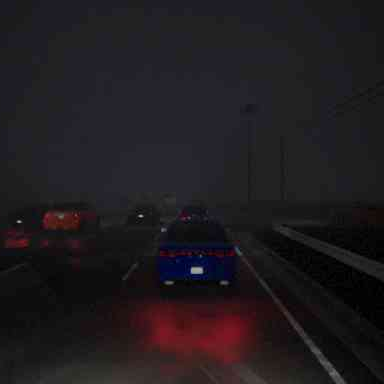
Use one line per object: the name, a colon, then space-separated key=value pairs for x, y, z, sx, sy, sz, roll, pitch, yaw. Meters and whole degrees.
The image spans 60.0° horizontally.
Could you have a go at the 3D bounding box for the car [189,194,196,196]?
car: x=0.046 y=1.614 z=84.867 sx=1.895 sy=1.301 sz=4.718 roll=0 pitch=0 yaw=0

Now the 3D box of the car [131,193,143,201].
car: x=-13.954 y=1.233 z=84.458 sx=2.150 sy=2.045 sz=5.566 roll=0 pitch=0 yaw=0

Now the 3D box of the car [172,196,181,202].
car: x=-3.446 y=1.577 z=74.954 sx=1.994 sy=1.385 sz=4.181 roll=0 pitch=0 yaw=0

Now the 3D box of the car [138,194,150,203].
car: x=-10.433 y=1.377 z=72.531 sx=2.097 sy=1.767 sz=4.553 roll=0 pitch=0 yaw=0

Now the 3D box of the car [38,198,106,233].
car: x=-6.889 y=1.356 z=19.664 sx=2.097 sy=1.767 sz=4.553 roll=0 pitch=0 yaw=0

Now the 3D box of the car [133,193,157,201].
car: x=-6.873 y=1.367 z=49.201 sx=2.097 sy=1.767 sz=4.553 roll=0 pitch=0 yaw=0

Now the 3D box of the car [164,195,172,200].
car: x=-6.949 y=1.582 z=95.224 sx=1.994 sy=1.385 sz=4.181 roll=0 pitch=0 yaw=0

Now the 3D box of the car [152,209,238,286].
car: x=0.104 y=1.481 z=9.415 sx=1.882 sy=1.535 sz=5.008 roll=0 pitch=0 yaw=0

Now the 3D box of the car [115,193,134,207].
car: x=-10.372 y=1.368 z=51.221 sx=2.097 sy=1.767 sz=4.553 roll=0 pitch=0 yaw=0

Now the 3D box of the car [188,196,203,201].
car: x=0.556 y=1.560 z=40.734 sx=2.033 sy=1.411 sz=5.357 roll=0 pitch=0 yaw=-9

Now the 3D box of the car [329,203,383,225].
car: x=11.775 y=1.485 z=22.177 sx=5.008 sy=1.535 sz=1.882 roll=0 pitch=0 yaw=39

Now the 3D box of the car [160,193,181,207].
car: x=-3.372 y=1.236 z=52.645 sx=2.150 sy=2.045 sz=5.566 roll=0 pitch=0 yaw=0

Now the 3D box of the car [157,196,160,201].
car: x=-6.949 y=1.548 z=74.948 sx=1.812 sy=1.442 sz=4.674 roll=0 pitch=0 yaw=0

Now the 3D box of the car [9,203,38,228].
car: x=-10.388 y=1.513 z=22.478 sx=1.837 sy=1.490 sz=4.892 roll=0 pitch=0 yaw=0

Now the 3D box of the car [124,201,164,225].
car: x=-3.388 y=1.571 z=24.064 sx=1.994 sy=1.385 sz=4.181 roll=0 pitch=0 yaw=0

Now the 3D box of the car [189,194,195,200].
car: x=0.051 y=1.362 z=94.840 sx=1.837 sy=1.490 sz=4.892 roll=0 pitch=0 yaw=0

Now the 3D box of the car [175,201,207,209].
car: x=0.110 y=1.554 z=21.177 sx=2.033 sy=1.411 sz=5.357 roll=0 pitch=0 yaw=0
